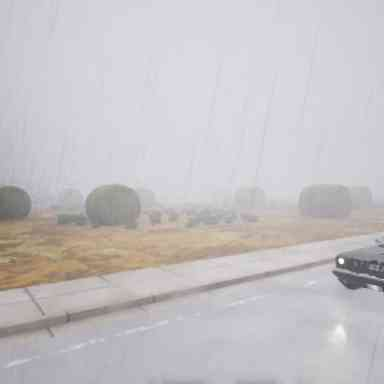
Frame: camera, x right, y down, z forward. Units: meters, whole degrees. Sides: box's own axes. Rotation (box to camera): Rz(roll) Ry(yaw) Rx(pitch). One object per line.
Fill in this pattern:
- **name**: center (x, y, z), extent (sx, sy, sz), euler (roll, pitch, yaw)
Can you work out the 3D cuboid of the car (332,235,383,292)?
- **car**: center (5.366, 1.554, 7.797), extent (4.718, 1.301, 1.895), euler (0, 0, -36)
